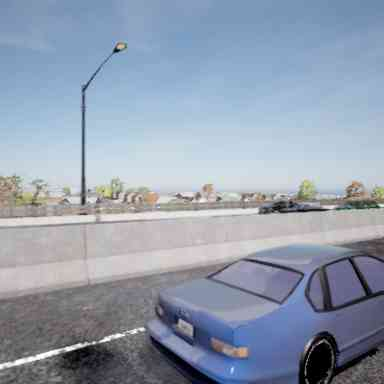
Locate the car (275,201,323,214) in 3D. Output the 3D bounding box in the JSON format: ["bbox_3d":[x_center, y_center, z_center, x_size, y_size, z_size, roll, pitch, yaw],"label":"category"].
[{"bbox_3d":[9.450,1.602,27.641,4.718,1.301,1.895,0,0,-34],"label":"car"}]

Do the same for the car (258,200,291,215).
[{"bbox_3d":[8.309,1.507,31.098,4.892,1.490,1.837,0,0,-34],"label":"car"}]

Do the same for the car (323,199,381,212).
[{"bbox_3d":[12.576,1.354,25.535,4.553,1.767,2.097,0,0,-34],"label":"car"}]

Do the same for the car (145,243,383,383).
[{"bbox_3d":[1.978,1.547,5.142,5.357,1.411,2.033,0,0,-35],"label":"car"}]
